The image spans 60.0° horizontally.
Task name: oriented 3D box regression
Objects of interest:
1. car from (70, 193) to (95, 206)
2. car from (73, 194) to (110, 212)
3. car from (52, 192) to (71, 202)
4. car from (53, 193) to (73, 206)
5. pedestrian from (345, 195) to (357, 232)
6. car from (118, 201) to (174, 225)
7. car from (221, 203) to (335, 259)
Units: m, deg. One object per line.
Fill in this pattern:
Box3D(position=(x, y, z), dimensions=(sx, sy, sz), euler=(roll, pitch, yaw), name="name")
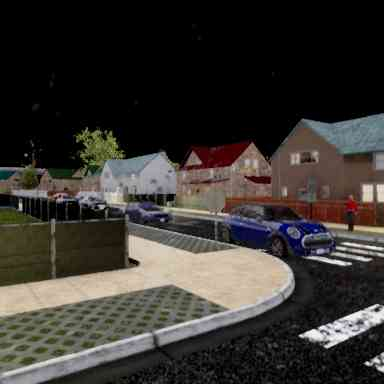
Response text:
Box3D(position=(-15.027, 1.002, 45.479), dimensions=(1.882, 1.535, 5.008), euler=(0, 1, -34), name="car")
Box3D(position=(-9.430, 1.174, 31.929), dimensions=(2.128, 1.511, 4.902), euler=(0, 1, -34), name="car")
Box3D(position=(-21.804, 0.871, 55.491), dimensions=(1.882, 1.535, 5.008), euler=(0, 1, -34), name="car")
Box3D(position=(-15.262, 1.136, 40.606), dimensions=(1.994, 1.385, 4.181), euler=(0, 1, -34), name="car")
Box3D(position=(7.944, 1.041, 16.672), dimensions=(0.375, 1.860, 0.375), euler=(1, 0, -34), name="pedestrian")
Box3D(position=(-3.320, 1.343, 22.875), dimensions=(2.033, 1.411, 5.357), euler=(0, 1, -34), name="car")
Box3D(position=(3.036, 1.272, 12.541), dimensions=(2.097, 1.767, 4.553), euler=(0, 1, -28), name="car")
